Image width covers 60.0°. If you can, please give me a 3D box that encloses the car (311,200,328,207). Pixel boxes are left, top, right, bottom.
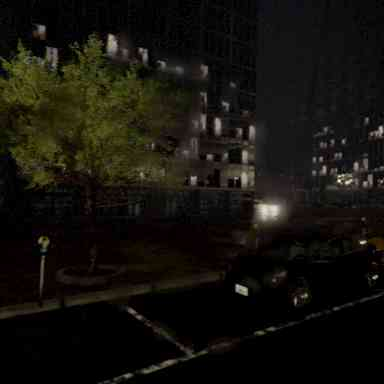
[{"bbox_3d":[24.463,2.219,62.890,1.967,1.590,4.097,2,-1,-21],"label":"car"}]

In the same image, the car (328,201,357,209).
[{"bbox_3d":[26.434,2.284,57.656,2.008,1.369,4.403,2,-1,-21],"label":"car"}]

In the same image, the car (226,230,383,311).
[{"bbox_3d":[2.817,1.637,7.971,4.313,1.339,1.947,1,1,-34],"label":"car"}]

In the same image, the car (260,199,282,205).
[{"bbox_3d":[18.541,2.357,78.586,1.967,1.590,4.097,2,-1,-21],"label":"car"}]

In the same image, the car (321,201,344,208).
[{"bbox_3d":[29.850,2.604,70.918,2.008,1.369,4.403,2,-1,-21],"label":"car"}]

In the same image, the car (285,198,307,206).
[{"bbox_3d":[25.906,2.460,81.391,2.192,1.841,5.009,2,-1,-21],"label":"car"}]

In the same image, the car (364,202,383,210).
[{"bbox_3d":[33.740,2.488,60.609,1.752,1.417,4.829,2,-1,-21],"label":"car"}]

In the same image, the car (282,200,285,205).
[{"bbox_3d":[23.925,2.772,86.620,1.802,1.307,4.206,2,-1,-21],"label":"car"}]

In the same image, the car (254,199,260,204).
[{"bbox_3d":[16.625,2.486,83.657,1.752,1.417,4.829,2,-1,-21],"label":"car"}]
